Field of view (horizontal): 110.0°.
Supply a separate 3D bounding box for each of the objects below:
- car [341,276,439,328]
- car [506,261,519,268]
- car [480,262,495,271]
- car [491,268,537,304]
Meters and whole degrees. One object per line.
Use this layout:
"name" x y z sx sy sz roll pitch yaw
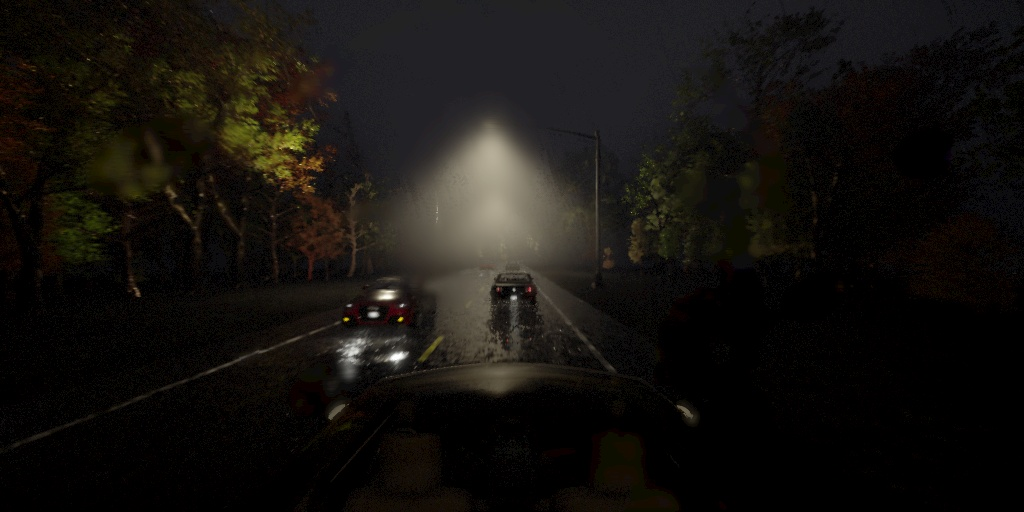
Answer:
"car" -3.601 1.338 11.295 1.994 1.385 4.181 0 0 0
"car" 0.074 1.449 53.666 1.994 1.385 4.181 0 0 0
"car" -3.566 1.482 52.494 1.895 1.301 4.718 0 0 1
"car" 0.093 1.390 16.596 1.895 1.301 4.718 0 0 0
